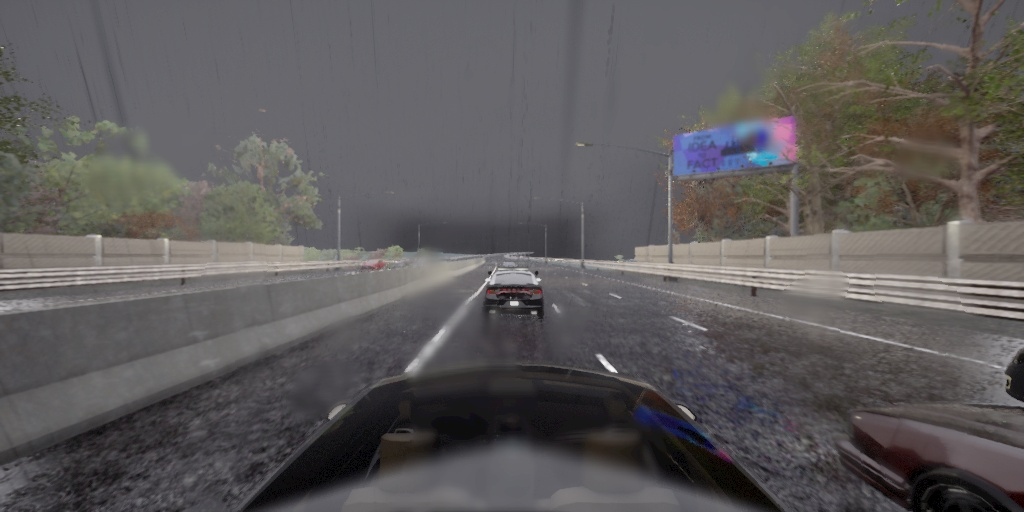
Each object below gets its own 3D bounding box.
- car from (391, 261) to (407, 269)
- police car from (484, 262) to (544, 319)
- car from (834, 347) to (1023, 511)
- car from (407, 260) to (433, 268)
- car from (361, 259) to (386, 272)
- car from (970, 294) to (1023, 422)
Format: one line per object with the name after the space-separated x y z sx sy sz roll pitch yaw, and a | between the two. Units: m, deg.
-14.700 1.298 47.961 1.994 1.385 4.181 0 0 -1 | car
0.053 1.175 13.014 1.930 1.638 5.238 0 0 0 | police car
3.600 1.296 0.456 2.033 1.411 5.357 0 0 0 | car
-11.123 1.228 44.727 2.128 1.511 4.902 0 0 -1 | car
-18.187 1.213 47.273 1.882 1.535 5.008 0 0 -1 | car
7.093 1.253 2.388 1.837 1.490 4.892 0 0 0 | car
